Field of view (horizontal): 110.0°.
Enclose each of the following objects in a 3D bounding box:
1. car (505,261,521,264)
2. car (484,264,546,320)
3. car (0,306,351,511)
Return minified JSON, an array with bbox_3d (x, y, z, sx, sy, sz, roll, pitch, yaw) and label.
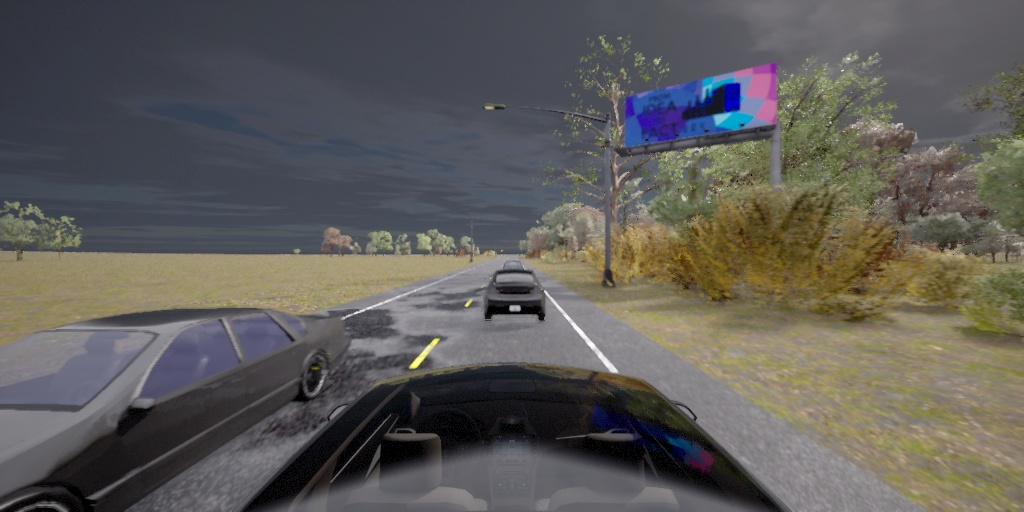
[{"bbox_3d":[0.086,1.099,30.811,2.033,1.411,5.357,0,0,0],"label":"car"},{"bbox_3d":[0.087,1.182,12.224,1.837,1.490,4.892,0,0,0],"label":"car"},{"bbox_3d":[-3.584,1.285,3.592,2.033,1.411,5.357,0,0,0],"label":"car"}]
